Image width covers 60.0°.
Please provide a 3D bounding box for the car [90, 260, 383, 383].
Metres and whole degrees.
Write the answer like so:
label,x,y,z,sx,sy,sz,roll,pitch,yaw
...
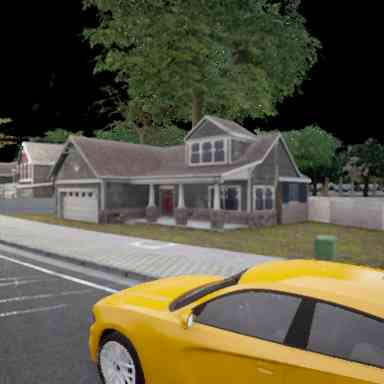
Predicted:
label,x,y,z,sx,sy,sz,roll,pitch,yaw
car,1.051,1.472,3.355,5.008,1.535,1.882,0,0,35
